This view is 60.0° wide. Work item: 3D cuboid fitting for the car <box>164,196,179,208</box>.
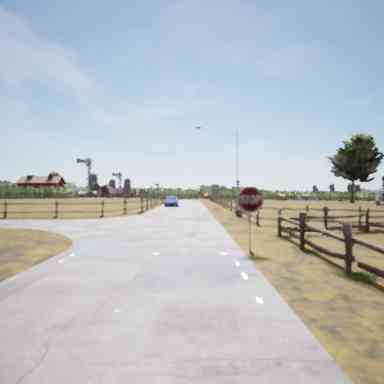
[{"bbox_3d":[-2.765,1.319,45.346,1.882,1.535,5.008,0,1,0],"label":"car"}]
